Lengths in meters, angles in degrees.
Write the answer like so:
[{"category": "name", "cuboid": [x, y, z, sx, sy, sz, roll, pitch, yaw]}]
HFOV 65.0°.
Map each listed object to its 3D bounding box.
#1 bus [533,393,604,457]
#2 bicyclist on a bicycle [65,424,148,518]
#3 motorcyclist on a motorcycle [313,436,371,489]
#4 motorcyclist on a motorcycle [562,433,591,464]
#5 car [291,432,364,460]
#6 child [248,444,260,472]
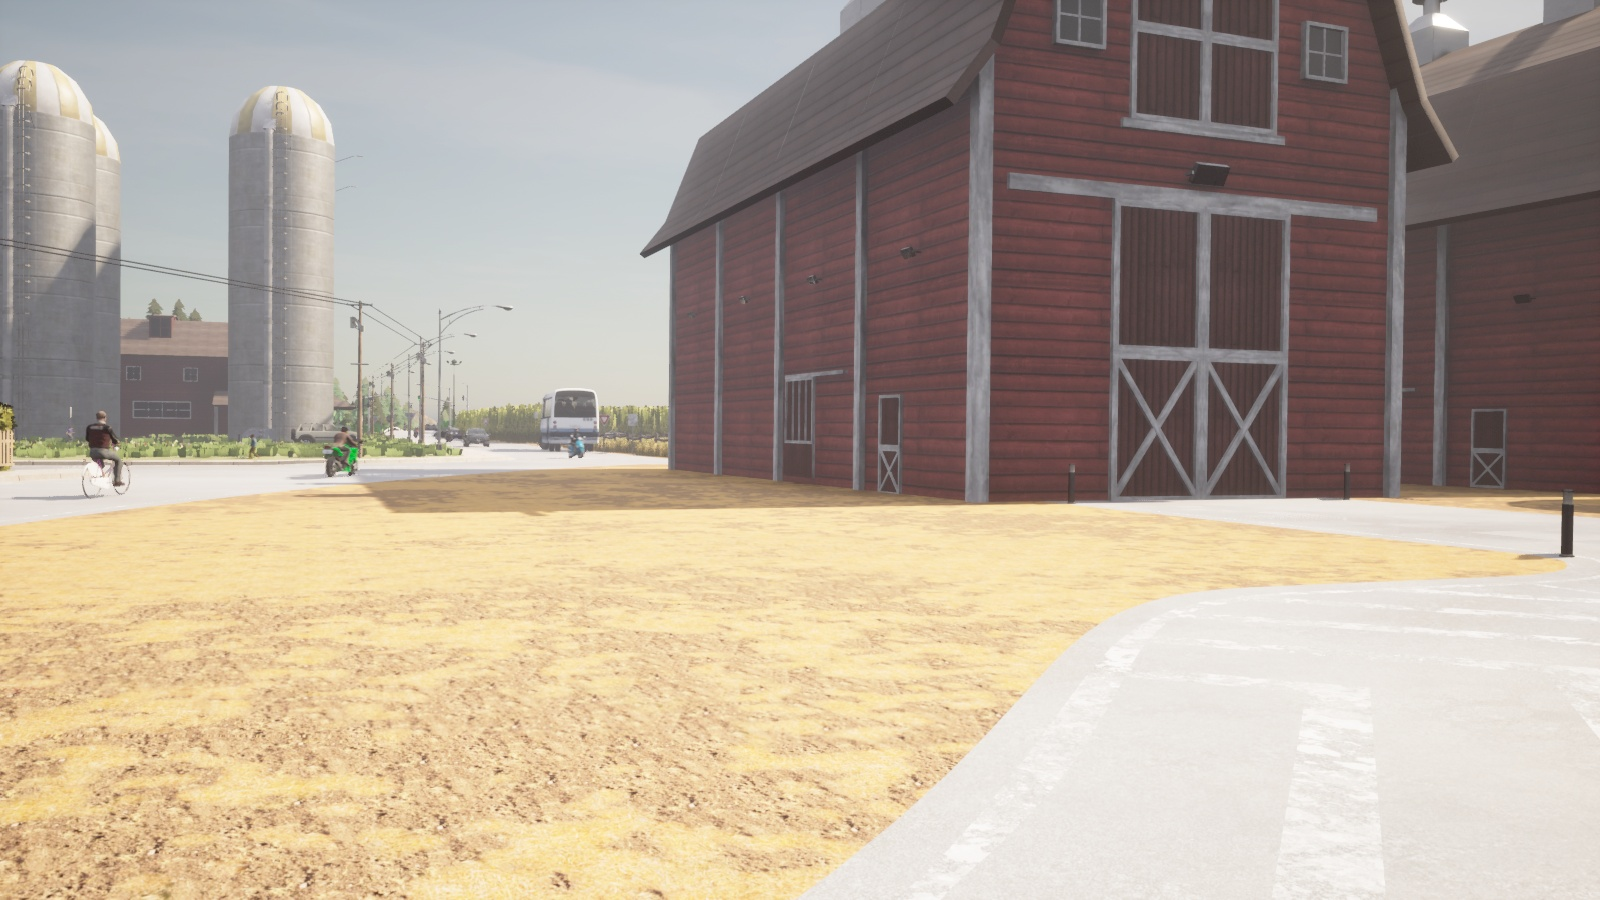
[{"category": "bus", "cuboid": [-16.589, -1.713, 89.339, 3.944, 4.253, 10.273, -1, 1, -16]}, {"category": "bicyclist on a bicycle", "cuboid": [-14.063, 0.393, 25.522, 0.659, 1.776, 1.843, -1, 3, -1]}, {"category": "motorcyclist on a motorcycle", "cuboid": [-13.600, 0.352, 37.368, 0.797, 1.523, 2.044, 0, 1, 5]}, {"category": "motorcyclist on a motorcycle", "cuboid": [-11.774, -0.062, 66.054, 0.866, 1.590, 1.817, 0, 0, -34]}, {"category": "car", "cuboid": [-32.601, -0.303, 86.657, 4.605, 1.855, 1.932, -1, 1, -22]}, {"category": "child", "cuboid": [-23.289, 0.335, 53.582, 0.448, 1.192, 0.343, -1, 1, -28]}]
